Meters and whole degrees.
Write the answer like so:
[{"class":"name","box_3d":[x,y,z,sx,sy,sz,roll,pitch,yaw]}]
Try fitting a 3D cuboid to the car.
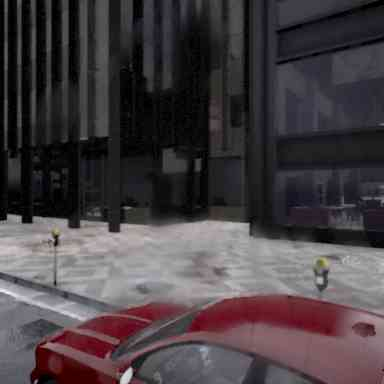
[{"class":"car","box_3d":[0.514,1.541,2.596,4.507,1.381,1.887,0,0,35]}]
